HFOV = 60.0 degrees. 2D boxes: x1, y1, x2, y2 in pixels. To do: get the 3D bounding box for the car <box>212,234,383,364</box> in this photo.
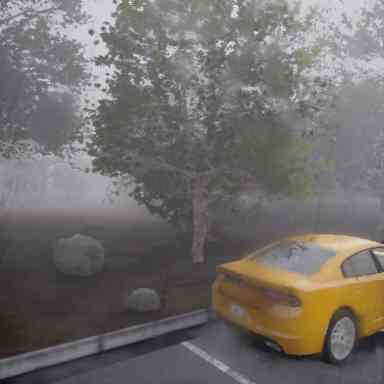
[{"bbox_3d":[2.692,1.520,5.967,5.008,1.535,2.097,1,1,-33],"label":"car"}]
